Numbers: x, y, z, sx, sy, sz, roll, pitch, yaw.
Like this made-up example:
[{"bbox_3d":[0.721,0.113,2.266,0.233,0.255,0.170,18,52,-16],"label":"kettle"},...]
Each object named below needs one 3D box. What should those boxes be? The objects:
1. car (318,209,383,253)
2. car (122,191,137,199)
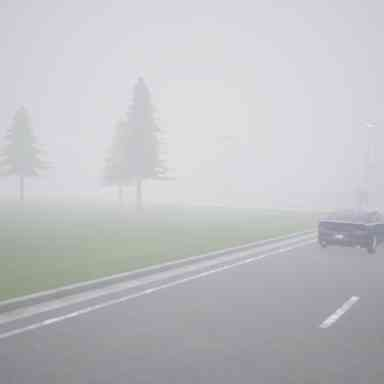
[{"bbox_3d":[6.848,1.427,13.743,1.882,1.535,5.008,1,1,40],"label":"car"},{"bbox_3d":[-12.405,0.588,67.047,4.892,1.490,1.837,1,1,40],"label":"car"}]
